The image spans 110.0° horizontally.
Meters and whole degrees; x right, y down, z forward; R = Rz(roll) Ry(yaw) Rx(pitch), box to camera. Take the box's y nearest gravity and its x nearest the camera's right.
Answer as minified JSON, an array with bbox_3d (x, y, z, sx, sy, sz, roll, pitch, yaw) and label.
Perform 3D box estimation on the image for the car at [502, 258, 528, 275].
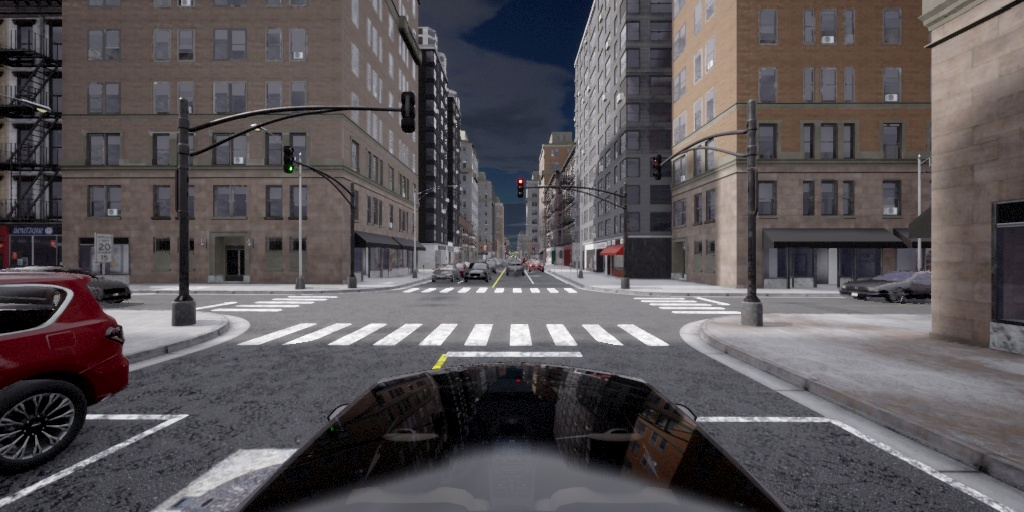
[{"bbox_3d":[0.362,1.238,39.103,2.128,1.511,4.902,0,0,0],"label":"car"}]

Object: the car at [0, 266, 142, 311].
[{"bbox_3d":[-17.542,1.182,13.694,4.892,1.490,1.837,1,0,0],"label":"car"}]

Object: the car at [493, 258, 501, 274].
[{"bbox_3d":[-2.578,1.245,40.302,1.837,1.490,4.892,0,2,0],"label":"car"}]

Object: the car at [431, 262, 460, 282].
[{"bbox_3d":[-5.199,1.299,28.473,2.007,1.370,4.403,0,0,0],"label":"car"}]

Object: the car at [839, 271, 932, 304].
[{"bbox_3d":[18.385,1.384,16.438,5.357,1.411,2.033,0,0,0],"label":"car"}]

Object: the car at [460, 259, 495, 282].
[{"bbox_3d":[-2.662,1.253,28.502,1.837,1.490,4.892,0,0,0],"label":"car"}]

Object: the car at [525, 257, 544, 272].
[{"bbox_3d":[2.942,1.184,44.771,1.967,1.591,4.097,0,0,0],"label":"car"}]

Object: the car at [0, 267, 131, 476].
[{"bbox_3d":[-5.389,1.065,2.011,2.192,1.841,5.009,0,0,0],"label":"car"}]

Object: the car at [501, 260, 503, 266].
[{"bbox_3d":[-2.334,1.228,62.009,2.128,1.511,4.902,0,0,1],"label":"car"}]
